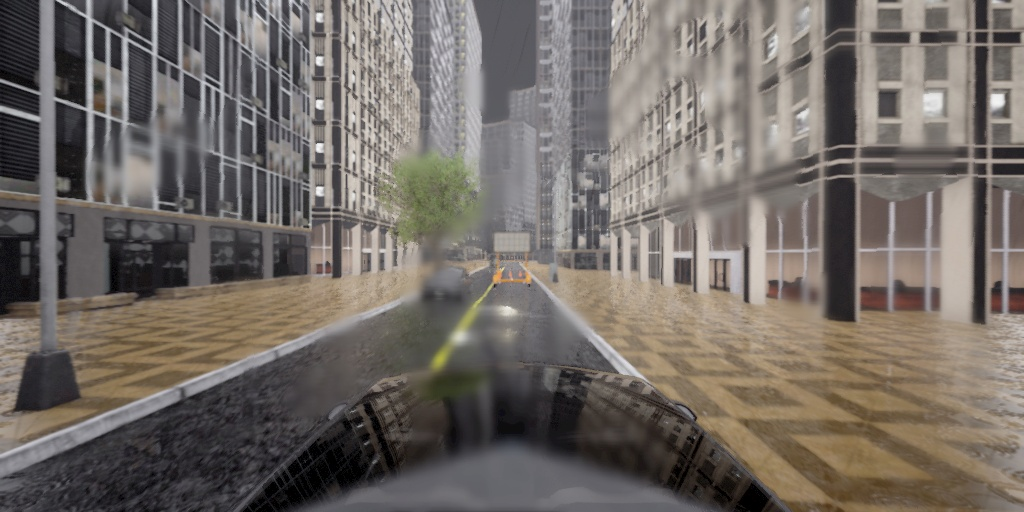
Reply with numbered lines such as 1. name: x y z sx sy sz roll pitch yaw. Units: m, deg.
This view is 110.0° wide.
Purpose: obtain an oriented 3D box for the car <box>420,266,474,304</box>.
1. car: -2.846 1.241 16.479 1.837 1.490 4.892 0 0 0

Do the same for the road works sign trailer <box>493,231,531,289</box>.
1. road works sign trailer: 0.004 0.194 22.620 2.380 3.560 2.880 0 0 0

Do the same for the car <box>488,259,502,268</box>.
1. car: -2.776 1.240 59.316 1.837 1.490 4.892 0 0 1
